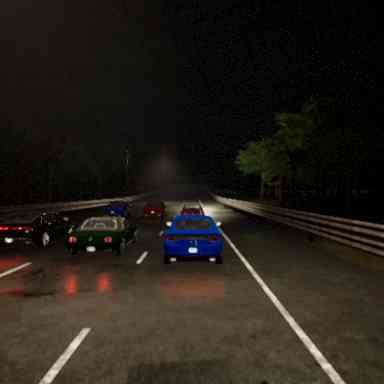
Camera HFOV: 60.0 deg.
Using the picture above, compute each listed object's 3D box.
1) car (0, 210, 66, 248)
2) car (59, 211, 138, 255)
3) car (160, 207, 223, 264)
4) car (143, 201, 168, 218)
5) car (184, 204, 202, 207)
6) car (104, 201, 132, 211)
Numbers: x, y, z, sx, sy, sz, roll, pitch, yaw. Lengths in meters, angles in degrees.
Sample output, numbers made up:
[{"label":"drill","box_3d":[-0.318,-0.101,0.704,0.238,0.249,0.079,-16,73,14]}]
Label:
[{"label":"car","box_3d":[-6.923,1.580,15.070,1.837,1.490,4.892,0,0,0]},{"label":"car","box_3d":[-3.433,1.669,13.600,1.895,1.301,4.718,0,0,0]},{"label":"car","box_3d":[0.058,1.539,12.117,1.882,1.535,5.008,0,0,1]},{"label":"car","box_3d":[-3.414,1.599,31.501,1.882,1.535,5.008,0,0,0]},{"label":"car","box_3d":[0.071,1.717,28.619,1.895,1.301,4.718,0,0,0]},{"label":"car","box_3d":[-6.915,1.599,31.455,1.882,1.535,5.008,0,0,0]}]
